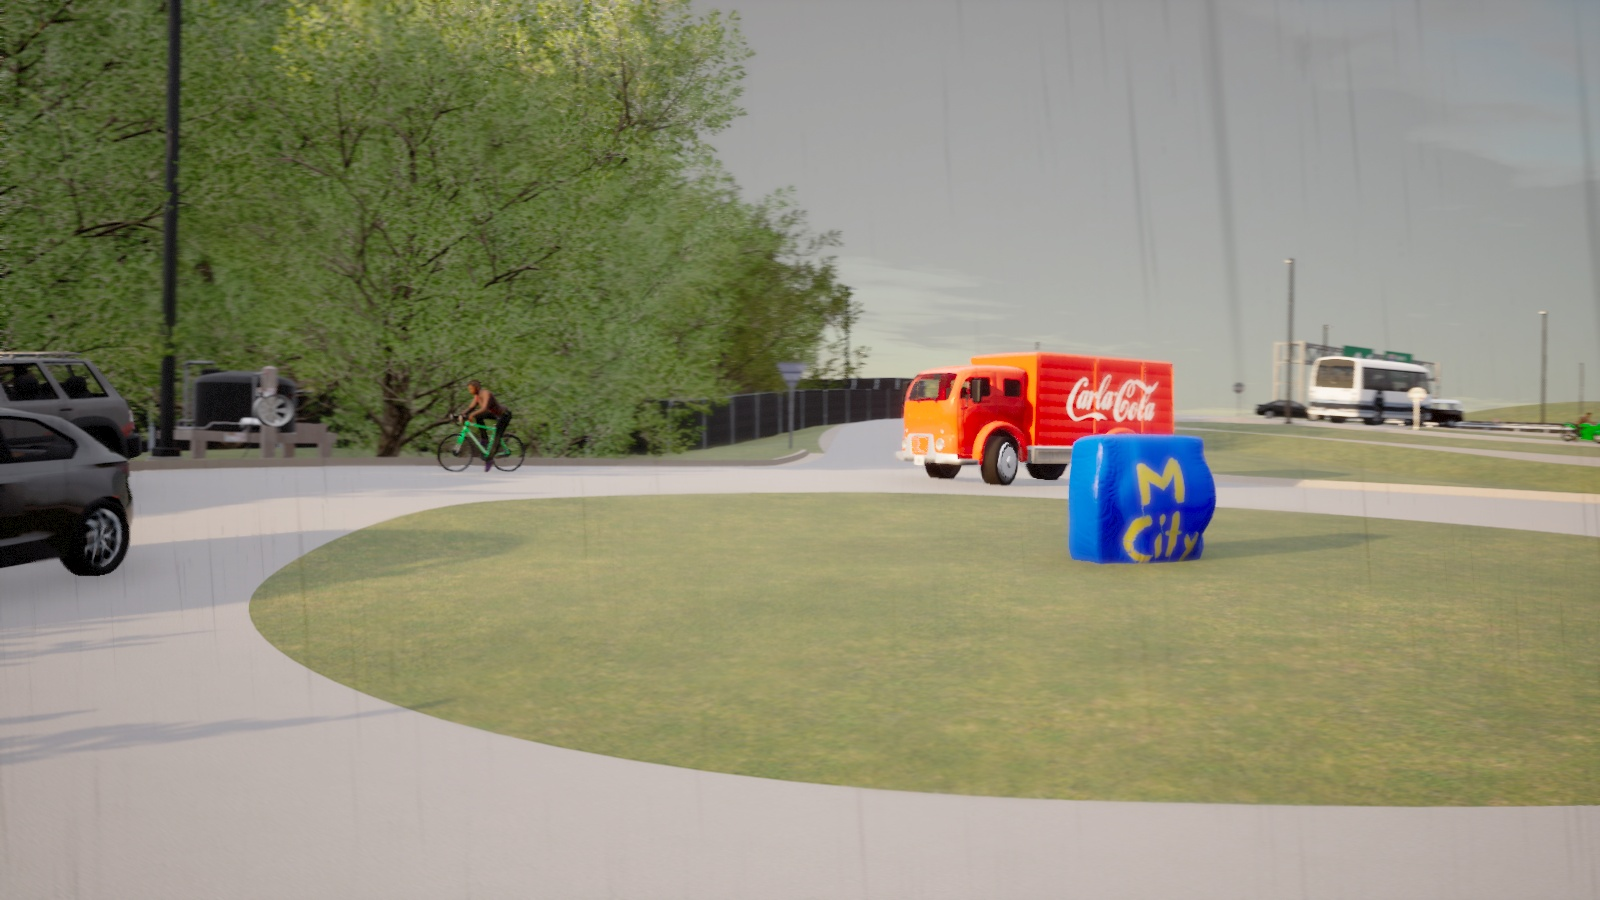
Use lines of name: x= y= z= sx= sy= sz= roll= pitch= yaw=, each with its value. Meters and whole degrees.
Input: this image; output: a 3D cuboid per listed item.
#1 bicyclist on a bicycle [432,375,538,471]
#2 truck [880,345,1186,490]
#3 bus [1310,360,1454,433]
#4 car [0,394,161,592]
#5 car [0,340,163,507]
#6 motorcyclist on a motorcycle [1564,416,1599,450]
bicyclist on a bicycle: x=-5.534 y=-0.460 z=22.111 sx=1.656 sy=1.620 sz=0.582 roll=1 pitch=2 yaw=-38
truck: x=4.484 y=-0.571 z=24.143 sx=5.204 sy=2.467 sz=2.627 roll=1 pitch=1 yaw=-28
bus: x=38.359 y=-3.474 z=82.649 sx=10.273 sy=4.253 sz=3.944 roll=1 pitch=4 yaw=-37
car: x=-7.065 y=0.336 z=9.517 sx=1.816 sy=1.474 sz=4.193 roll=2 pitch=3 yaw=10
car: x=-9.956 y=-0.336 z=14.600 sx=1.932 sy=1.855 sz=4.605 roll=2 pitch=5 yaw=14
motorcyclist on a motorcycle: x=38.131 y=-0.797 z=60.467 sx=0.797 sy=1.523 sz=2.044 roll=2 pitch=4 yaw=-37
